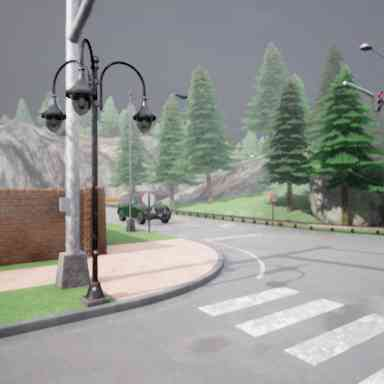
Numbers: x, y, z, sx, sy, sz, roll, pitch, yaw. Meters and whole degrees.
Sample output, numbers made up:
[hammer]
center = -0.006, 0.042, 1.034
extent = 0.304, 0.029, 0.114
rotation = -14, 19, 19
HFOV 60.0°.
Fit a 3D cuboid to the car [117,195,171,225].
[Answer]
[car]
center = -3.674, 1.214, 24.617
extent = 2.150, 2.045, 5.566
rotation = 0, 0, -34
